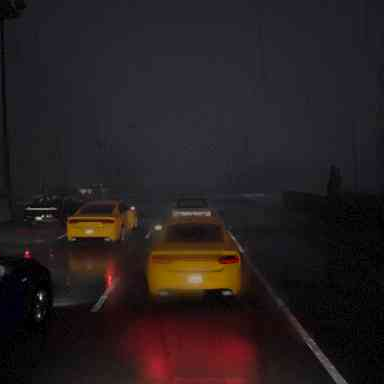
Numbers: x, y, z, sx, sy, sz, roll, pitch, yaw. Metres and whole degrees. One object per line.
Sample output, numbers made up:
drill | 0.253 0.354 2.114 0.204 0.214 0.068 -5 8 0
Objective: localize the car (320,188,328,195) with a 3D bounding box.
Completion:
car | 17.667 -0.216 37.782 4.902 1.511 2.128 0 3 2

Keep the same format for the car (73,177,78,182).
car | -21.505 -1.588 57.882 2.150 2.045 5.566 0 3 0

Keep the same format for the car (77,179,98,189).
car | -18.013 -1.378 58.997 2.128 1.511 4.902 0 3 0

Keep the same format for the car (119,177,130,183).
car | -18.191 -3.279 90.220 2.128 1.511 4.902 0 3 0

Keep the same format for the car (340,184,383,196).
car | 18.257 0.091 34.128 4.718 1.301 1.895 0 3 2

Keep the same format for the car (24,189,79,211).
car | -7.024 0.865 17.628 2.128 1.511 4.902 0 3 0

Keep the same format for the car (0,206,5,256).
car | -6.955 1.321 8.218 1.882 1.535 5.008 0 2 0

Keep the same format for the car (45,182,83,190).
car | -14.381 -0.103 37.553 1.895 1.301 4.718 0 3 0

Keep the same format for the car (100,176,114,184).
car | -21.652 -3.068 85.143 2.150 2.045 5.566 0 3 0

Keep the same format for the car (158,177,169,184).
car | -7.658 -2.821 86.054 2.128 1.511 4.902 0 3 0

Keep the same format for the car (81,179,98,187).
car | -21.535 -1.951 70.182 2.128 1.511 4.902 0 3 0

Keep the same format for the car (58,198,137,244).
car | -3.495 1.061 13.718 1.882 1.535 5.008 0 3 0

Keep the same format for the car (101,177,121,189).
car | -14.522 -1.371 59.135 1.837 1.490 4.892 0 3 0

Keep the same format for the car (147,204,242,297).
car | 0.044 1.316 8.395 1.882 1.535 5.008 0 2 0

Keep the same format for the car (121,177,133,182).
car | -14.547 -2.080 71.706 1.882 1.535 5.008 0 3 0

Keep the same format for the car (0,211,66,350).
car | -3.427 1.313 3.887 2.097 1.767 4.553 0 1 0

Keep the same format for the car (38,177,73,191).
car | -17.924 -0.801 43.425 2.150 2.045 5.566 0 3 0

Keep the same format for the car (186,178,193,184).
car | -0.662 -2.835 86.568 2.128 1.511 4.902 0 3 0

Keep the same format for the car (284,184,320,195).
car | 13.807 -0.305 41.407 4.718 1.301 1.895 0 3 2

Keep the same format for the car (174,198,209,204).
car | -0.023 0.973 17.764 1.895 1.301 4.718 0 3 0

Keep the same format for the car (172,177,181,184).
car | -4.159 -2.871 86.078 1.882 1.535 5.008 0 3 0
